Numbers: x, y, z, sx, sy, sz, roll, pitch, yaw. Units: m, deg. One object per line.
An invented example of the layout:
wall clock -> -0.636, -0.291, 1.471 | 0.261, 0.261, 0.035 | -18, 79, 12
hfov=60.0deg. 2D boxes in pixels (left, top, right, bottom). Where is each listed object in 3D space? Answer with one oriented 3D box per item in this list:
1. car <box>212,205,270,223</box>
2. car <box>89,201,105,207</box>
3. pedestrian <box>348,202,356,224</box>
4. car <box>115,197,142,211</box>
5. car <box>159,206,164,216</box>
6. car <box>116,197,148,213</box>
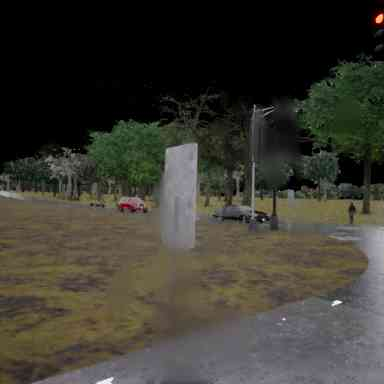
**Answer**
car -> 3.975, 1.793, 27.846 | 2.033, 1.411, 5.357 | 3, -2, -36
car -> -18.871, 2.347, 65.930 | 1.895, 1.301, 4.718 | 3, -2, -35
pedestrian -> 13.366, 1.718, 27.818 | 0.375, 1.860, 0.375 | 2, -1, -36
car -> -10.391, 1.883, 54.165 | 2.150, 2.045, 5.566 | 3, -2, -36
car -> -1.835, 1.928, 35.903 | 1.994, 1.385, 4.181 | 3, -2, -37
car -> -7.923, 1.680, 44.431 | 2.150, 2.045, 5.566 | 3, -2, -34
